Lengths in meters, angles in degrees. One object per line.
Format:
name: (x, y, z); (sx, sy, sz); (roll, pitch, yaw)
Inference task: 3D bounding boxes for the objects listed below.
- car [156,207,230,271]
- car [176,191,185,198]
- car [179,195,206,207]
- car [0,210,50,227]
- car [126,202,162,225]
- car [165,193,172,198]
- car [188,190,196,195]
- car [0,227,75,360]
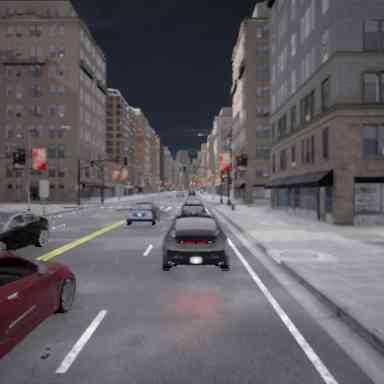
car: (0.103, 1.432, 10.663); (1.837, 1.490, 4.892); (0, 0, 0)
car: (-3.214, 0.778, 89.259); (1.994, 1.385, 4.181); (0, 0, 0)
car: (0.110, 1.303, 26.934); (2.128, 1.511, 4.902); (0, 0, 0)
car: (-6.595, 1.414, 11.398); (2.128, 1.511, 4.902); (0, 0, 0)
car: (-3.137, 1.392, 22.341); (2.033, 1.411, 5.357); (0, 0, 0)
car: (-6.462, 0.879, 91.538); (1.895, 1.301, 4.718); (0, 0, 0)
car: (0.036, 0.436, 88.867); (2.150, 2.045, 5.566); (0, 0, 0)
car: (-3.149, 1.495, 4.506); (1.812, 1.442, 4.674); (0, 0, 0)
